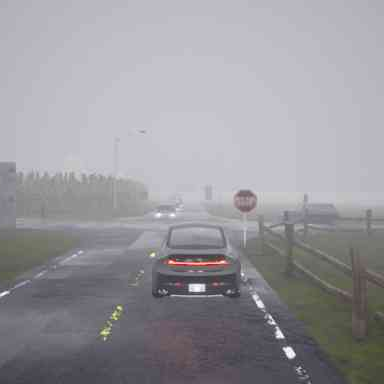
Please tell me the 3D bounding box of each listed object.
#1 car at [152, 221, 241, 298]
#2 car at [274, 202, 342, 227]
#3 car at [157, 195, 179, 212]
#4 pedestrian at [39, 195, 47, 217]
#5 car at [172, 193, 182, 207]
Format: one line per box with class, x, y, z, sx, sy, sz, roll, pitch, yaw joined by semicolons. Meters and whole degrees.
car;0.087;1.506;8.505;1.837;1.490;4.892;0;0;0
car;8.374;1.544;24.338;4.553;1.767;2.097;1;-1;0
car;-2.917;1.485;38.769;1.882;1.535;5.008;0;0;0
pedestrian;-12.218;1.141;27.267;0.375;1.860;0.375;0;-2;0
car;-2.928;1.361;49.054;2.097;1.767;4.553;0;0;0
